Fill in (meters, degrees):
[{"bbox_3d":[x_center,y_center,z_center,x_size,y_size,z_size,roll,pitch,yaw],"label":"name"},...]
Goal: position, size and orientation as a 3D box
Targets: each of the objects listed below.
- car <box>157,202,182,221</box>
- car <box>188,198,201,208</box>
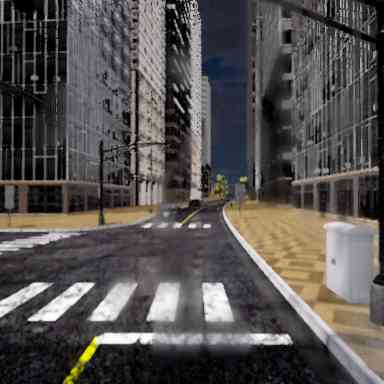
[{"bbox_3d":[-1.987,1.726,30.391,2.128,1.511,4.902,0,0,5],"label":"car"},{"bbox_3d":[0.533,1.896,57.702,1.882,1.535,5.008,0,0,7],"label":"car"}]
